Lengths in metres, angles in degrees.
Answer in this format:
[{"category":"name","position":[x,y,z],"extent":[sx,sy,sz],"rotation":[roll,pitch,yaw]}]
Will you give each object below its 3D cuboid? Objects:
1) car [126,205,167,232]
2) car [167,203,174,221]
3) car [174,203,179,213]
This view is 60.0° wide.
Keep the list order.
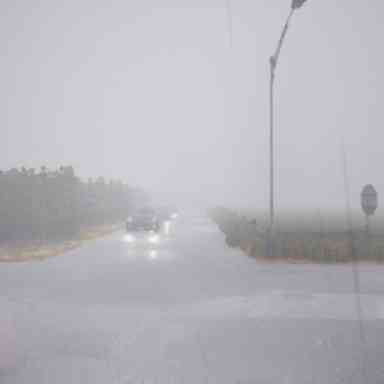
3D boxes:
[{"category":"car","position":[-3.177,1.778,23.069],"extent":[2.097,1.767,4.553],"rotation":[0,-1,0]},{"category":"car","position":[-3.163,2.177,34.437],"extent":[1.837,1.490,4.892],"rotation":[0,0,0]},{"category":"car","position":[-3.053,2.506,51.574],"extent":[2.128,1.511,4.902],"rotation":[0,-1,0]}]
